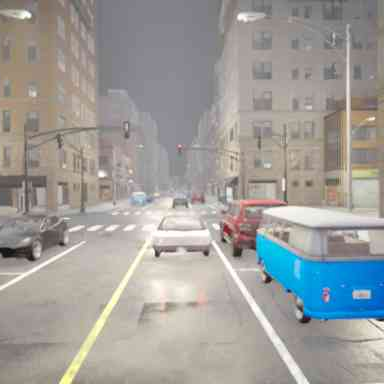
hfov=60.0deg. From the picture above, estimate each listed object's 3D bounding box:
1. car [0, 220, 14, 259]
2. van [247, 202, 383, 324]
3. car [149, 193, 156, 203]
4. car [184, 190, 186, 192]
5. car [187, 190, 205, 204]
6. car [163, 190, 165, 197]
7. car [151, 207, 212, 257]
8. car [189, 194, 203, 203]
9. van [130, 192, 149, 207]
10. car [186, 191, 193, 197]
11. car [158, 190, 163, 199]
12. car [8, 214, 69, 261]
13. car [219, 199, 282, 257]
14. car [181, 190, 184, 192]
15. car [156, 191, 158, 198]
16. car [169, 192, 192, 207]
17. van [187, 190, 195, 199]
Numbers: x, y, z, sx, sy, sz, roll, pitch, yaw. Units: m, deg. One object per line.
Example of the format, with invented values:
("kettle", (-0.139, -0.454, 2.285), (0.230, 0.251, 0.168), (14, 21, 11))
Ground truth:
("car", (-5.592, 1.525, 6.435), (1.887, 1.381, 4.507), (-1, 1, -2))
("van", (2.425, 1.252, 6.735), (1.690, 1.788, 3.998), (-1, 1, -2))
("car", (-7.438, 1.069, 54.684), (1.947, 1.339, 4.313), (-1, 1, -2))
("car", (0.029, 0.586, 71.195), (2.192, 1.841, 5.009), (-1, 1, -2))
("car", (0.868, 0.801, 49.587), (2.192, 1.841, 5.009), (-1, 1, -2))
("car", (-8.455, 0.783, 81.695), (2.008, 1.369, 4.403), (-1, 1, -2))
("car", (-0.377, 1.478, 12.389), (1.895, 1.301, 4.718), (0, 1, -2))
("car", (0.661, 0.983, 54.992), (2.008, 1.369, 4.403), (-1, 1, -2))
("van", (-7.033, 0.951, 43.878), (1.690, 1.788, 3.998), (-1, 1, -2))
("car", (-0.814, 0.578, 92.975), (1.752, 1.417, 4.829), (-1, 1, -2))
("car", (-8.245, 0.814, 76.124), (1.752, 1.417, 4.829), (-1, 1, -2))
("car", (-5.801, 1.492, 11.941), (1.947, 1.339, 4.313), (-1, 1, -2))
("car", (2.216, 1.172, 12.243), (2.192, 1.841, 5.009), (-1, 1, -2))
("car", (-2.835, 0.840, 75.962), (1.895, 1.301, 4.718), (0, 1, -2))
("car", (-7.641, 0.994, 60.086), (1.887, 1.381, 4.507), (-1, 1, -2))
("car", (-1.390, 1.092, 40.279), (2.128, 1.511, 4.902), (0, 1, -2))
("van", (-0.180, 0.558, 76.598), (1.690, 1.788, 3.998), (-1, 1, -2))
